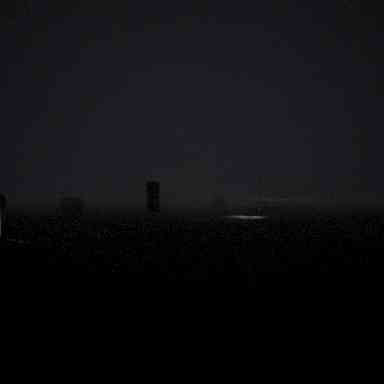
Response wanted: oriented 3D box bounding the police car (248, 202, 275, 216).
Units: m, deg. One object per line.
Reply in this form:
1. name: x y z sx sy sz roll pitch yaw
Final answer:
1. police car: 8.653 2.016 41.375 1.930 1.638 5.238 -1 -1 35
